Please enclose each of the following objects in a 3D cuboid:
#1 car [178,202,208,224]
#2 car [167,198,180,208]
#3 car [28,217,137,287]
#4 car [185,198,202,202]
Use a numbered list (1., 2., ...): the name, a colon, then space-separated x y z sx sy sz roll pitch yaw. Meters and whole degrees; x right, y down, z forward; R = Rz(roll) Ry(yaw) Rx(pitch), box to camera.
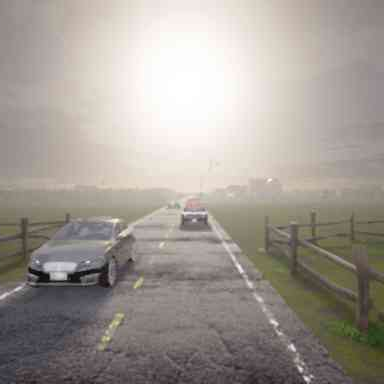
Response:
1. car: 0.179 1.670 25.021 1.895 1.301 4.718 0 0 0
2. car: -2.717 1.640 50.025 2.128 1.511 4.902 0 0 0
3. car: -2.791 1.508 9.423 2.128 1.511 4.902 0 0 0
4. car: 0.201 1.479 42.193 2.097 1.767 4.553 0 0 0
